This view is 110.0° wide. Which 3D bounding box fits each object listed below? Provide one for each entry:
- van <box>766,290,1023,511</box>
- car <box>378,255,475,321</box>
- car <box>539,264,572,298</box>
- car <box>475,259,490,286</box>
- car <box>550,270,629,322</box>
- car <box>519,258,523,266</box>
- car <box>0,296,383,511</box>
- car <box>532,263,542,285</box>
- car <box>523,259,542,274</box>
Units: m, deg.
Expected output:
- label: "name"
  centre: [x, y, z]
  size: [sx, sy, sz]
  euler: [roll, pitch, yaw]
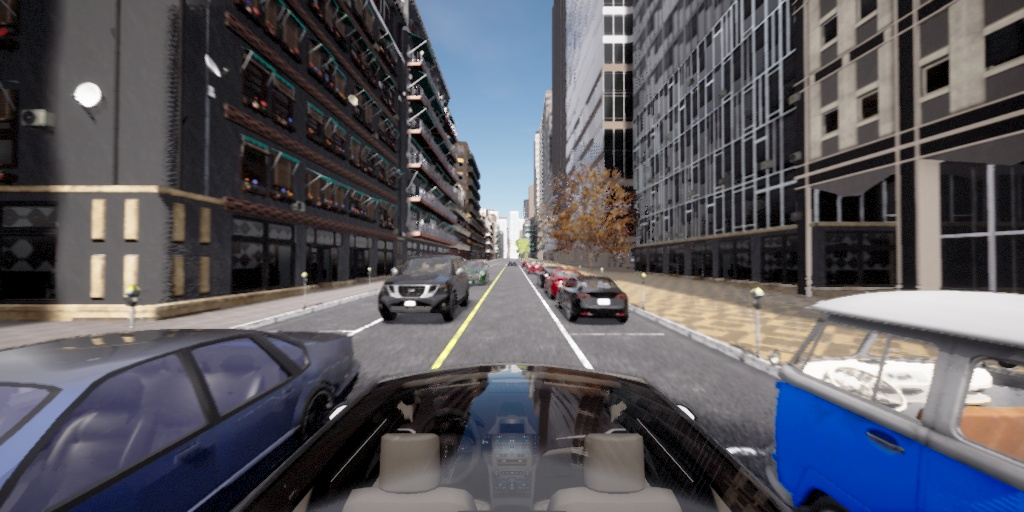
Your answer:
- label: "van"
  centre: [2.563, 1.093, 0.850]
  size: [1.690, 1.789, 3.998]
  euler: [0, 0, 0]
- label: "car"
  centre: [-2.823, 0.972, 12.781]
  size: [2.150, 2.045, 5.566]
  euler: [0, 0, 1]
- label: "car"
  centre: [2.582, 1.301, 17.808]
  size: [1.888, 1.381, 4.507]
  euler: [0, 0, 0]
- label: "car"
  centre: [-2.735, 1.104, 25.497]
  size: [2.097, 1.767, 4.553]
  euler: [0, 0, 0]
- label: "car"
  centre: [2.576, 1.320, 12.156]
  size: [1.948, 1.339, 4.313]
  euler: [0, 0, 0]
- label: "car"
  centre: [2.635, 1.308, 63.029]
  size: [1.888, 1.381, 4.507]
  euler: [0, 0, 0]
- label: "car"
  centre: [-2.852, 1.296, 2.327]
  size: [2.033, 1.411, 5.357]
  euler: [0, 0, 0]
- label: "car"
  centre: [2.589, 1.323, 23.461]
  size: [1.948, 1.339, 4.313]
  euler: [0, 0, 0]
- label: "car"
  centre: [2.609, 1.200, 40.419]
  size: [1.967, 1.591, 4.097]
  euler: [0, 0, 0]
